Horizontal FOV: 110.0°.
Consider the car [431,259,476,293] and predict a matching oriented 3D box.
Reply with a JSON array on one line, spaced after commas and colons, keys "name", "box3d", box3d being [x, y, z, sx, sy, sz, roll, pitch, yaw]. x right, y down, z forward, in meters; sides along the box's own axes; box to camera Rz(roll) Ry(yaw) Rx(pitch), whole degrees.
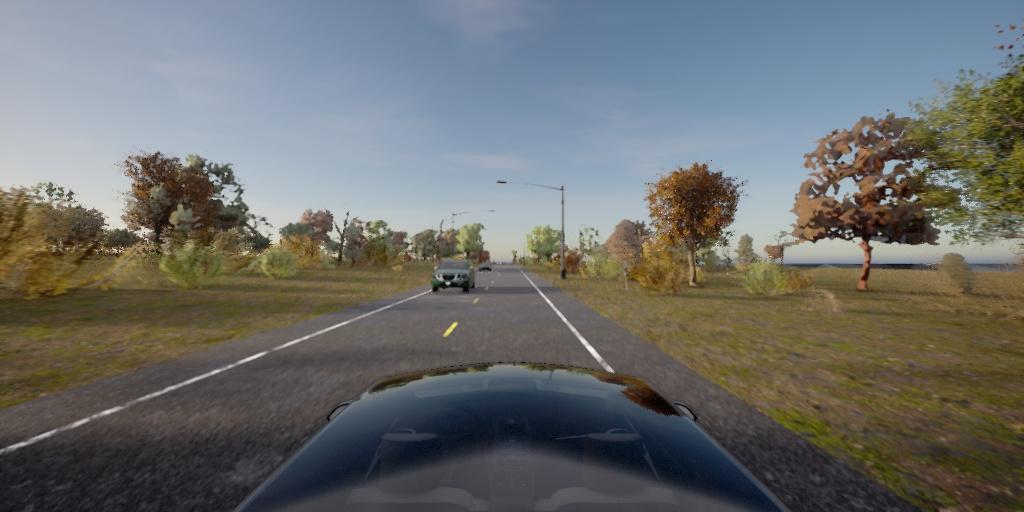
[{"name": "car", "box3d": [-3.605, 1.219, 22.994, 2.150, 2.045, 5.566, 0, -1, 0]}]

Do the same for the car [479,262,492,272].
[{"name": "car", "box3d": [-4.595, 1.824, 62.080, 2.097, 1.767, 4.553, 0, -1, -6]}]
